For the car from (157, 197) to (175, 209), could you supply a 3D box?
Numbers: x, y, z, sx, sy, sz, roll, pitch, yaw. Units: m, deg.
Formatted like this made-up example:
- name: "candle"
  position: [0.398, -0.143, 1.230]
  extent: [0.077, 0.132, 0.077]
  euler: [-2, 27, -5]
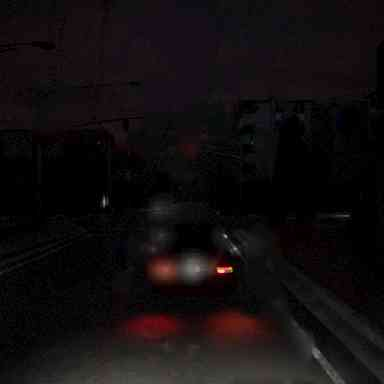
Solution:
- name: "car"
  position: [-3.712, 1.526, 46.013]
  extent: [1.812, 1.442, 4.674]
  euler: [0, 0, 0]

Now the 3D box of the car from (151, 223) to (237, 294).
- name: "car"
  position: [0.038, 1.547, 8.901]
  extent: [2.033, 1.411, 5.357]
  euler: [0, 0, 0]
